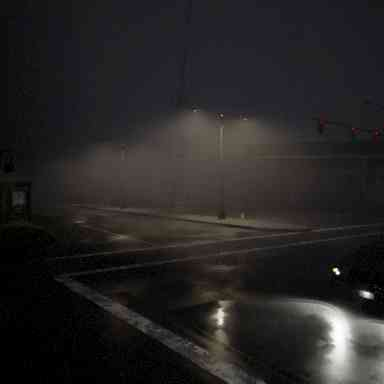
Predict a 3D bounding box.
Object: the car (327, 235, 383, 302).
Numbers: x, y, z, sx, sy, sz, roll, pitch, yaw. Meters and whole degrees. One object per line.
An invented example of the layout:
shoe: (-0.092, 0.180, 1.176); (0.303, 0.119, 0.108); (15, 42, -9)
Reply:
car: (5.485, 1.547, 7.779); (5.357, 1.411, 2.033); (0, 0, -34)

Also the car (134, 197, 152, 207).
car: (-8.212, 1.547, 52.742); (2.033, 1.411, 5.357); (0, 0, -35)

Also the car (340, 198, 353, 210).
car: (18.173, 1.455, 42.041); (1.970, 1.475, 3.806); (0, 0, -35)

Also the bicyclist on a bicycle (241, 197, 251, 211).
bicyclist on a bicycle: (6.331, 1.430, 39.760); (1.656, 1.620, 0.582); (-6, -7, -37)

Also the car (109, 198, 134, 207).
car: (-11.077, 1.564, 50.732); (1.994, 1.385, 4.181); (0, 0, -35)

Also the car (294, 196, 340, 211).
car: (13.908, 1.295, 38.118); (2.242, 1.667, 4.611); (0, 0, -35)
